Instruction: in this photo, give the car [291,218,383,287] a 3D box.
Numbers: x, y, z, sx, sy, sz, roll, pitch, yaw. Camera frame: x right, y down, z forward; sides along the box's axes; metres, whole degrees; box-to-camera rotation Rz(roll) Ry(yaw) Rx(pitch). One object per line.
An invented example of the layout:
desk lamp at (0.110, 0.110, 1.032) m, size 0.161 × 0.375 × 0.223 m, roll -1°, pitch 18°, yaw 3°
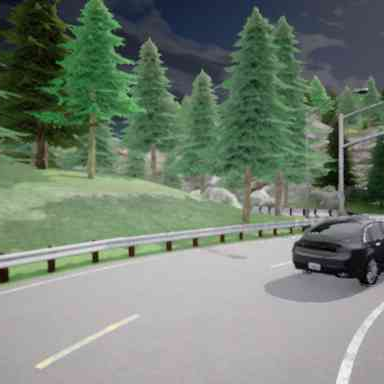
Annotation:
car at (4.782, 1.520, 9.524) m, size 4.892 × 1.490 × 1.837 m, roll 0°, pitch 0°, yaw -40°
